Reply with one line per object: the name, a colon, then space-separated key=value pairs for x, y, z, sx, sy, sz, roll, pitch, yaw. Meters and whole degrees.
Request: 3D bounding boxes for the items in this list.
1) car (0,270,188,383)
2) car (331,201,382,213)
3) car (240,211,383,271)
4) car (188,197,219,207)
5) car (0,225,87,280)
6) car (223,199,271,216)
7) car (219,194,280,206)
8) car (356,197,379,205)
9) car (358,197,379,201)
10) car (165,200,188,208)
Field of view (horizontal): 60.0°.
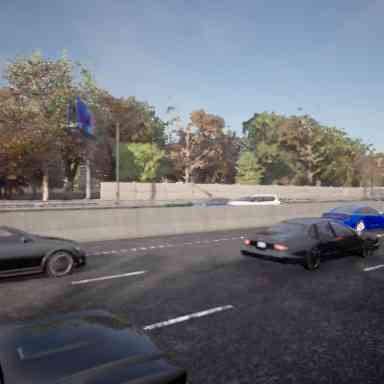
car: x=-2.288 y=1.601 z=2.114 sx=4.718 sy=1.301 sz=1.895 roll=0 pitch=0 yaw=-35
car: x=9.529 y=1.487 z=19.135 sx=5.008 sy=1.535 sz=1.882 roll=0 pitch=0 yaw=-36
car: x=4.029 y=1.549 z=10.916 sx=5.357 sy=1.411 sz=2.033 roll=0 pitch=0 yaw=-35
car: x=2.253 y=1.366 z=35.680 sx=4.553 sy=1.767 sz=2.097 roll=0 pitch=0 yaw=-35
car: x=-4.999 y=1.565 z=8.775 sx=4.181 sy=1.385 sz=1.994 roll=0 pitch=0 yaw=-36
car: x=5.653 y=1.494 z=33.806 sx=5.008 sy=1.535 sz=1.882 roll=0 pitch=0 yaw=-35
car: x=5.431 y=1.237 z=29.354 sx=5.566 sy=2.045 sz=2.150 roll=1 pitch=0 yaw=-35
car: x=32.294 y=1.619 z=61.289 sx=4.674 sy=1.442 sz=1.812 roll=0 pitch=0 yaw=-35
car: x=28.657 y=1.589 z=54.408 sx=4.892 sy=1.490 sz=1.837 roll=-3 pitch=2 yaw=-35
car: x=-0.707 y=1.614 z=37.872 sx=4.718 sy=1.301 sz=1.895 roll=0 pitch=0 yaw=-35
